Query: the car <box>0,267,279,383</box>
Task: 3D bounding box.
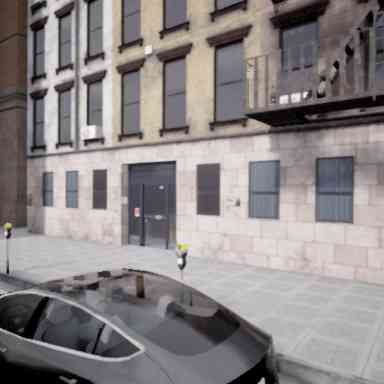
[{"bbox_3d":[-1.216,1.549,3.679,4.313,1.339,1.947,0,0,36],"label":"car"}]
